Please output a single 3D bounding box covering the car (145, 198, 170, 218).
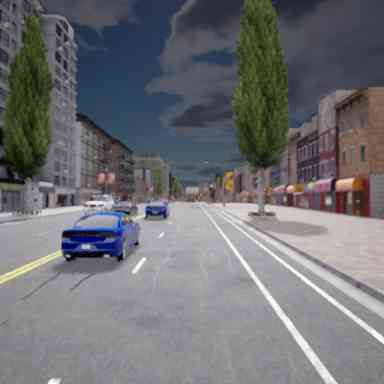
[{"bbox_3d":[-3.106,1.559,30.570,1.882,1.535,5.008,0,0,0],"label":"car"}]

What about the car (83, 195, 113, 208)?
[{"bbox_3d":[-9.787,1.342,35.469,2.150,2.045,5.566,0,0,0],"label":"car"}]

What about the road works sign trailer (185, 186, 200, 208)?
[{"bbox_3d":[0.080,0.784,54.168,2.380,3.560,2.880,0,-1,0],"label":"road works sign trailer"}]

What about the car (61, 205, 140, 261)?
[{"bbox_3d":[-3.132,1.468,12.319,1.882,1.535,5.008,0,0,0],"label":"car"}]

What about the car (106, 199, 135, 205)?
[{"bbox_3d":[-6.547,1.646,32.856,2.033,1.411,5.357,0,0,0],"label":"car"}]
